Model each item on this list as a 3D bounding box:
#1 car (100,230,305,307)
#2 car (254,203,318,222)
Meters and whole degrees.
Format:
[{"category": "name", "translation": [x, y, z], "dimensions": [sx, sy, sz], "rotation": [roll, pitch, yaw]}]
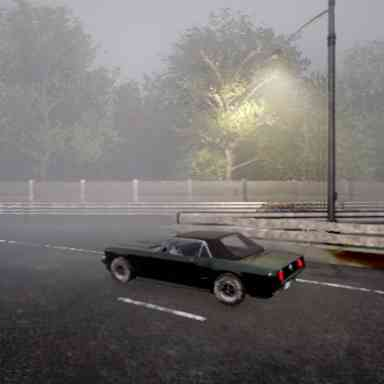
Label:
[{"category": "car", "translation": [0.050, 1.571, 7.901], "dimensions": [4.718, 1.301, 1.895], "rotation": [0, 0, 33]}, {"category": "car", "translation": [4.667, 1.441, 19.253], "dimensions": [5.008, 1.535, 1.882], "rotation": [-1, 0, -3]}]
